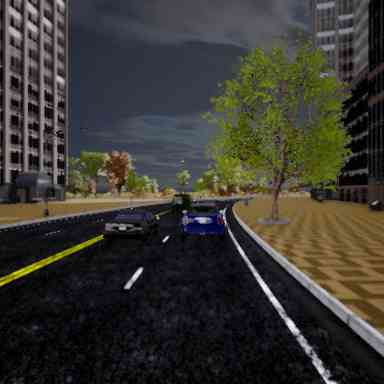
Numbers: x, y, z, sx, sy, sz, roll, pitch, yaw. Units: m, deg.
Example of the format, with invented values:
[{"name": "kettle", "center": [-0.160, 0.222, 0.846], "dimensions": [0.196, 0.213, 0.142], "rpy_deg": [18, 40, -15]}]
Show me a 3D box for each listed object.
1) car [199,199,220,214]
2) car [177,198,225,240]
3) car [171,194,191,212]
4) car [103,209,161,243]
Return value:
[{"name": "car", "center": [2.039, 1.567, 36.681], "dimensions": [2.033, 1.411, 5.357], "rpy_deg": [0, 0, 6]}, {"name": "car", "center": [0.579, 1.357, 17.213], "dimensions": [2.097, 1.767, 4.553], "rpy_deg": [0, 0, 3]}, {"name": "car", "center": [-1.036, 1.239, 38.436], "dimensions": [2.150, 2.045, 5.566], "rpy_deg": [0, 0, 6]}, {"name": "car", "center": [-2.743, 1.548, 16.182], "dimensions": [2.033, 1.411, 5.357], "rpy_deg": [0, 0, 3]}]
